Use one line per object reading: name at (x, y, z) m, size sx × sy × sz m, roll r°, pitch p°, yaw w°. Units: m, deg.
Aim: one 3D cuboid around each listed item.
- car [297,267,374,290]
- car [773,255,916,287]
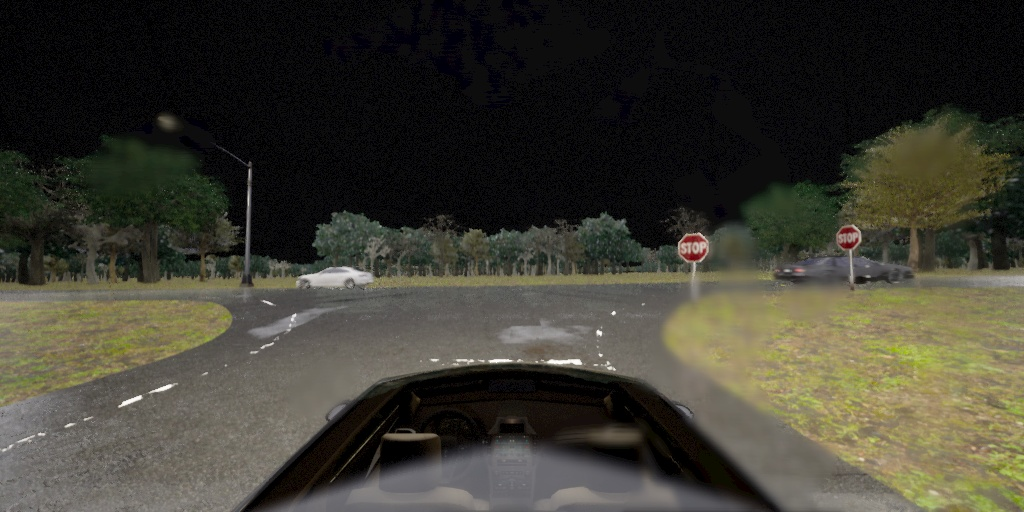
car at (-11.510, 1.453, 23.501) m, size 4.674 × 1.442 × 1.812 m, roll -1°, pitch -3°, yaw 1°
car at (15.339, 0.687, 16.732) m, size 5.357 × 1.411 × 2.033 m, roll -1°, pitch -3°, yaw -1°
